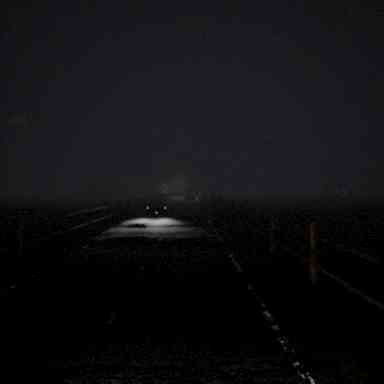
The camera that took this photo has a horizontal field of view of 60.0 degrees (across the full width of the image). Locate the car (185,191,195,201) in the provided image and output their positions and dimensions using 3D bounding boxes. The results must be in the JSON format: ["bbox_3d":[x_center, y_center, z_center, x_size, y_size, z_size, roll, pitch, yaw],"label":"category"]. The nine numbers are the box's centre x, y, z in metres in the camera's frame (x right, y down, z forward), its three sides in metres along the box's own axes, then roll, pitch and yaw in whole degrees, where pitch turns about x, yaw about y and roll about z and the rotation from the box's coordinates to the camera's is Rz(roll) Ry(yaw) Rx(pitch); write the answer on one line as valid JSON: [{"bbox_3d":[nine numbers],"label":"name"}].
[{"bbox_3d":[-0.386,1.032,66.149,1.994,1.385,4.181,0,0,0],"label":"car"}]

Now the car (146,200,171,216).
[{"bbox_3d":[-2.926,1.381,29.520,1.895,1.301,4.718,0,0,0],"label":"car"}]

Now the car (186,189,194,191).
[{"bbox_3d":[-0.447,0.438,76.178,2.150,2.045,5.566,0,1,0],"label":"car"}]
